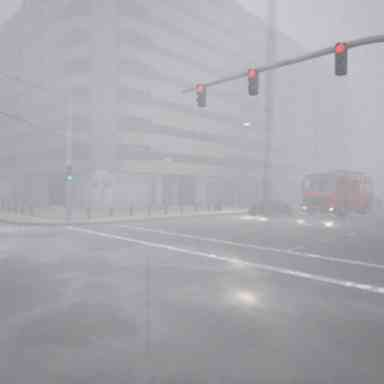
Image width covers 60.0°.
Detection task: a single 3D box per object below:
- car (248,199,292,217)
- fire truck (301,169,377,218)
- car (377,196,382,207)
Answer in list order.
[{"bbox_3d":[6.495,1.274,27.509,4.181,1.385,1.994,0,1,-44],"label":"car"},{"bbox_3d":[12.645,0.116,28.469,8.468,3.827,2.891,0,1,-44],"label":"fire truck"},{"bbox_3d":[23.593,1.213,44.057,4.902,1.511,2.128,0,1,-44],"label":"car"}]
